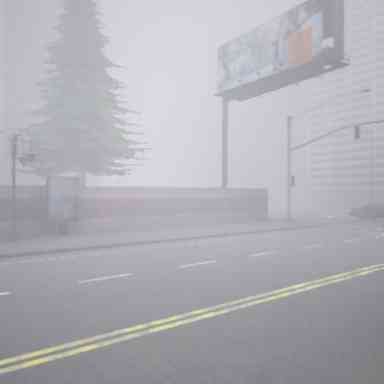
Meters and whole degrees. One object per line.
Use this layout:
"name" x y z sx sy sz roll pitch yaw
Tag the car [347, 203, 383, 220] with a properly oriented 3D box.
"car" 15.371 1.621 26.664 2.033 1.411 5.357 0 0 -35
